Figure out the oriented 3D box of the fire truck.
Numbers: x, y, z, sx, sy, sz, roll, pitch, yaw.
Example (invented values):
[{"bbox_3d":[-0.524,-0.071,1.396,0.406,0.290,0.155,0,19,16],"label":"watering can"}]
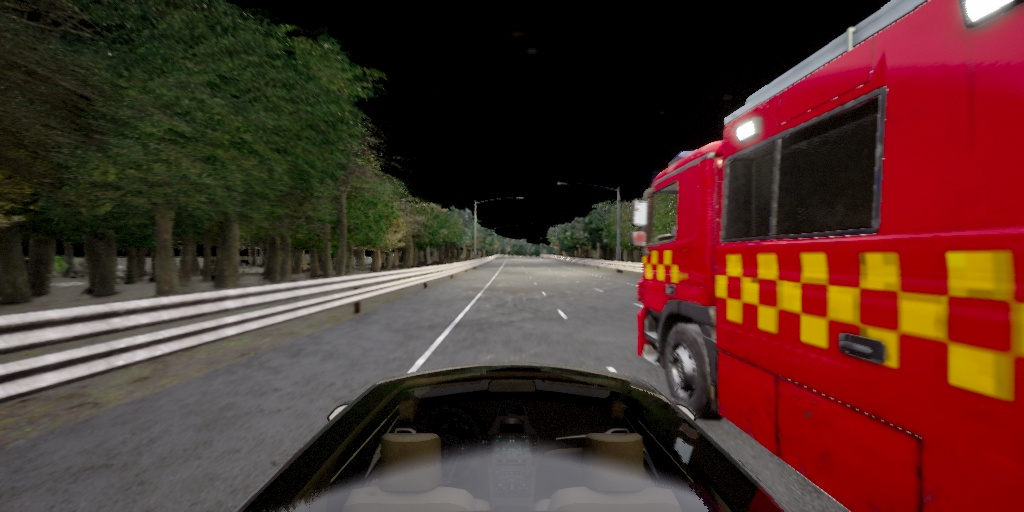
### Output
[{"bbox_3d":[3.510,0.103,1.933,2.891,3.827,8.468,0,0,0],"label":"fire truck"}]
